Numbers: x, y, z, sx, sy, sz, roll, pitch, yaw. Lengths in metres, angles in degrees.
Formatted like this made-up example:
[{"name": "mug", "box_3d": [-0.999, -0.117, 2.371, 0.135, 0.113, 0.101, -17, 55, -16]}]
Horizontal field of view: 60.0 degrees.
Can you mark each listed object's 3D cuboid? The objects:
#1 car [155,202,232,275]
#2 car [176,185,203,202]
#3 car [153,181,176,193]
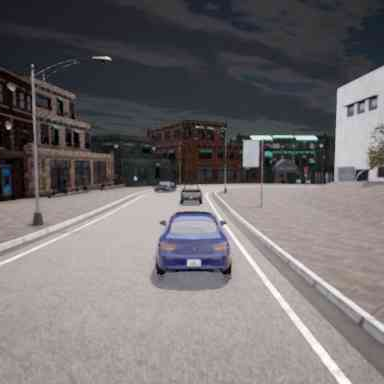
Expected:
[{"name": "car", "box_3d": [0.035, 1.267, 9.428, 1.812, 1.442, 4.674, 0, 2, 0]}, {"name": "car", "box_3d": [-0.059, 0.124, 29.924, 2.128, 1.511, 4.902, 0, 4, 0]}, {"name": "car", "box_3d": [-3.301, -0.661, 42.158, 2.033, 1.411, 5.357, 1, 4, 10]}]
